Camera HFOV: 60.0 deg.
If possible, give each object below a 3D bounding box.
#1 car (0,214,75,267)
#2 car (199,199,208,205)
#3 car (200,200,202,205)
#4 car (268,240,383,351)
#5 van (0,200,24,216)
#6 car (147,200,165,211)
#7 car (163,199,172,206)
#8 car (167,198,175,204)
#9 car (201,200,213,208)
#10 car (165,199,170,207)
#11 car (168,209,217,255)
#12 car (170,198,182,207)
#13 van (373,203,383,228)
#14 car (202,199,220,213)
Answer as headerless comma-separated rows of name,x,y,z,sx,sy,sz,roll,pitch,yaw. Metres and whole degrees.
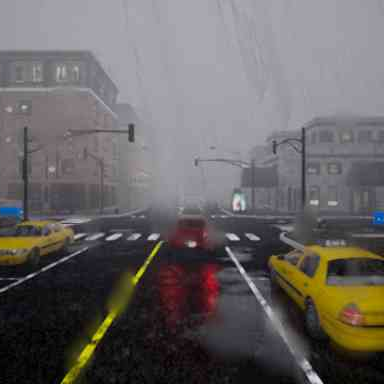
car,-5.697,1.651,11.857,1.752,1.417,4.829,0,-1,0
car,2.672,2.428,78.672,2.008,1.369,4.403,-1,-1,0
car,2.676,2.191,55.886,1.802,1.307,4.206,0,-1,0
car,2.684,1.594,6.498,1.752,1.417,4.829,0,-1,0
van,-17.768,1.609,30.928,3.998,1.788,1.690,0,0,0
car,-5.704,2.094,50.176,2.008,1.369,4.403,0,-1,0
car,-5.709,2.401,78.488,1.752,1.417,4.829,0,-1,0
car,-5.712,2.456,90.051,1.967,1.590,4.097,0,-1,0
car,2.675,2.226,61.583,2.008,1.369,4.403,0,-1,0
car,-5.705,2.226,61.569,2.008,1.369,4.403,0,-1,0
car,0.017,1.672,13.873,1.812,1.442,4.674,0,0,0
car,-3.023,2.081,66.032,2.097,1.767,4.553,0,-1,0
van,14.655,1.648,22.793,3.998,1.788,1.690,0,0,0
car,2.677,1.919,44.495,1.967,1.590,4.097,0,-1,0
